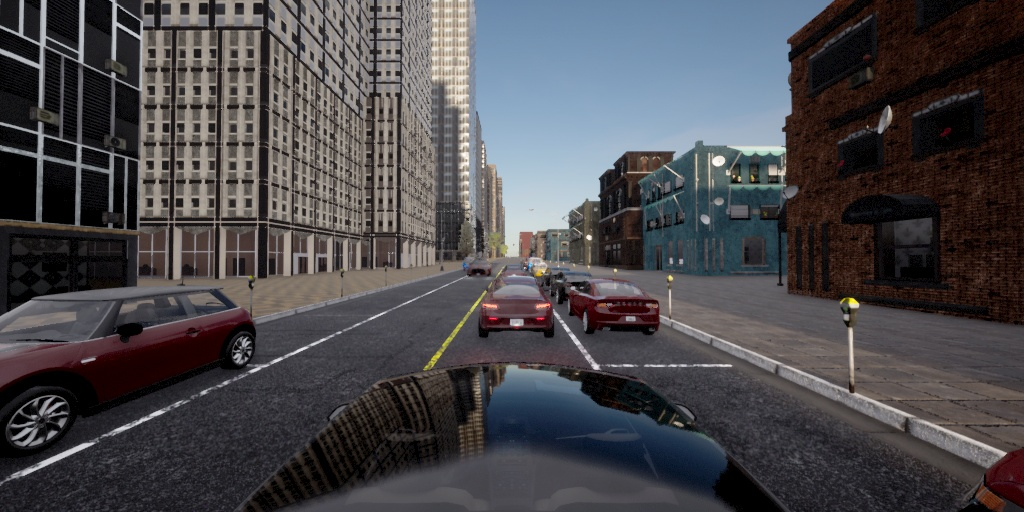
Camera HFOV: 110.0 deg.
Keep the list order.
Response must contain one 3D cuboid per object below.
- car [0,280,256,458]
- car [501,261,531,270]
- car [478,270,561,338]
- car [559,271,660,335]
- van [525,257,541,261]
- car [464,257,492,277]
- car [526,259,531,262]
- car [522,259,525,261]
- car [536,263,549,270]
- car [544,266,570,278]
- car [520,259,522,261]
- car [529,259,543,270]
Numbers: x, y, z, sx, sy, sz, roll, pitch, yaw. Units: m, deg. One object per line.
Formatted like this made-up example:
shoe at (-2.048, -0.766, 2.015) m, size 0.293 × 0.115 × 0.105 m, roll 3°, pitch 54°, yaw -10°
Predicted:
car at (-5.687, 1.190, 4.857) m, size 1.967 × 1.591 × 4.097 m, roll 0°, pitch 0°, yaw 0°
car at (0.129, 1.313, 26.867) m, size 1.994 × 1.385 × 4.181 m, roll 0°, pitch 0°, yaw 0°
car at (0.106, 1.277, 10.111) m, size 1.812 × 1.442 × 4.674 m, roll 0°, pitch 0°, yaw 0°
car at (2.700, 1.296, 10.398) m, size 1.888 × 1.381 × 4.507 m, roll 0°, pitch 0°, yaw 0°
van at (2.734, 1.087, 42.935) m, size 1.690 × 1.789 × 3.998 m, roll 0°, pitch 0°, yaw 0°
car at (-3.065, 1.100, 34.845) m, size 2.097 × 1.767 × 4.553 m, roll 0°, pitch 0°, yaw 0°
car at (2.728, 1.298, 37.457) m, size 2.007 × 1.370 × 4.403 m, roll 0°, pitch 0°, yaw 0°
car at (2.739, 1.184, 48.413) m, size 1.967 × 1.591 × 4.097 m, roll 0°, pitch 0°, yaw 0°
car at (2.711, 1.316, 21.488) m, size 1.948 × 1.339 × 4.313 m, roll 0°, pitch 0°, yaw 0°
car at (2.705, 1.316, 15.944) m, size 1.948 × 1.339 × 4.313 m, roll 0°, pitch 0°, yaw 0°
car at (2.745, 1.057, 53.891) m, size 2.192 × 1.841 × 5.009 m, roll 0°, pitch 0°, yaw 0°
car at (2.723, 1.274, 32.149) m, size 1.751 × 1.417 × 4.829 m, roll 0°, pitch 0°, yaw 0°
